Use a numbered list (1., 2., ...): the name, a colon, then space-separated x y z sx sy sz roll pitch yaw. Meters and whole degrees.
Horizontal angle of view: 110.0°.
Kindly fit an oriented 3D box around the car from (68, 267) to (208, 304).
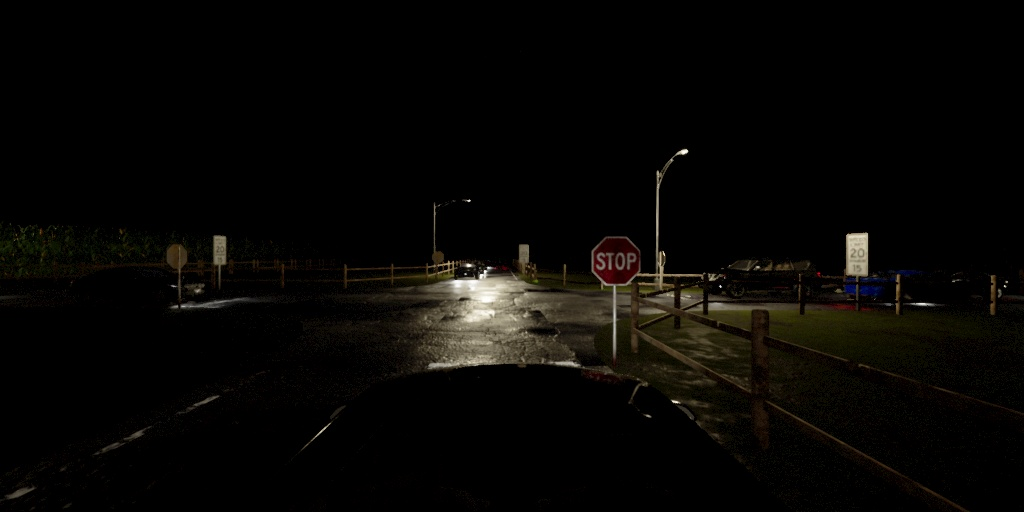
1. car: -15.473 1.172 14.950 4.674 1.442 1.812 0 0 -1

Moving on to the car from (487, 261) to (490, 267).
1. car: -4.527 1.247 51.501 1.837 1.490 4.892 0 0 -2

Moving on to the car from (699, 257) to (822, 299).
1. car: 12.797 1.087 18.633 5.566 2.045 2.150 0 0 -1

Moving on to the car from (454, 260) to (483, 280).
1. car: -3.851 1.310 31.411 1.994 1.385 4.181 0 0 -1

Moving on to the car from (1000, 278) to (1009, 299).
1. car: 22.953 1.458 18.871 4.892 1.490 1.837 1 0 -1

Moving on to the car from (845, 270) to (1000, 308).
1. car: 17.711 1.393 15.835 5.008 1.535 1.882 0 0 -1

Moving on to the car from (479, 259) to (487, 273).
1. car: -4.193 1.250 41.415 1.837 1.490 4.892 0 0 -2

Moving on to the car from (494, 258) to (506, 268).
1. car: -2.087 1.092 62.904 2.097 1.767 4.553 0 0 -2
